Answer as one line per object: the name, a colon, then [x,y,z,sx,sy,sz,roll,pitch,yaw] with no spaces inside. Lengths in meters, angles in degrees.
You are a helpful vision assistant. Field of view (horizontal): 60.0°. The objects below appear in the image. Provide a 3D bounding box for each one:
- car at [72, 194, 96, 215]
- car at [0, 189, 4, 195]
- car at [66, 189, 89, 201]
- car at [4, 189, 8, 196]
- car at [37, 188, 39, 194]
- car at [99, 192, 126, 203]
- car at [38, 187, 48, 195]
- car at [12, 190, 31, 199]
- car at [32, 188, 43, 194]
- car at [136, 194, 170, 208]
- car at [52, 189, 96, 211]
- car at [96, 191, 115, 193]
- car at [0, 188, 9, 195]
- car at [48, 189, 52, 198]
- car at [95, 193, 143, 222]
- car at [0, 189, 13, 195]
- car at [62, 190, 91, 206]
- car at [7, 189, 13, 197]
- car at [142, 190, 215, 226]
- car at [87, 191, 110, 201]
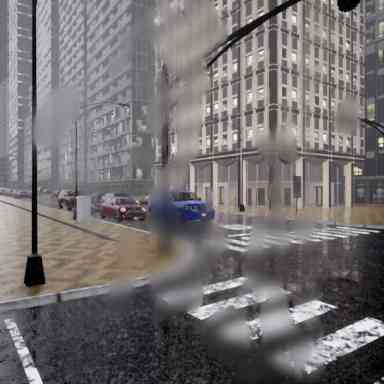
car: [-7.868,1.103,26.752,1.802,1.307,4.206,1,0,-36]
car: [-37.048,0.107,67.558,2.008,1.369,4.403,1,0,-36]
car: [-17.197,0.400,49.727,2.097,1.767,4.553,0,1,-36]
car: [-33.806,0.208,63.024,1.887,1.381,4.507,1,0,-36]
car: [-36.759,-0.357,81.568,2.192,1.841,5.009,1,0,-36]
car: [-10.914,0.707,45.421,1.752,1.417,4.829,1,0,-36]
car: [-33.521,-0.020,77.033,1.887,1.381,4.507,1,0,-36]
car: [-27.321,0.422,53.956,1.887,1.381,4.507,1,0,-36]
car: [-40.008,-0.213,86.105,1.947,1.339,4.313,1,0,-36]
car: [-4.329,0.982,36.210,1.802,1.307,4.206,1,0,-36]
car: [-11.103,0.729,31.284,2.192,1.841,5.009,1,0,-36]
car: [-6.291,0.852,28.980,2.097,1.767,4.553,0,1,-36]
car: [-43.533,-0.113,76.627,1.887,1.381,4.507,1,0,-36]
car: [-23.141,0.329,58.041,1.882,1.535,5.008,0,1,-36]
car: [-4.621,1.069,22.217,1.967,1.590,4.097,1,0,-36]
car: [-40.291,0.015,72.092,1.947,1.339,4.313,1,0,-36]
car: [-13.708,0.609,39.374,2.097,1.767,4.553,0,1,-36]
car: [-30.563,0.321,58.490,2.008,1.369,4.403,1,0,-36]
car: [-0.847,0.900,21.424,2.150,2.045,5.566,0,1,-34]
car: [-14.060,0.643,49.819,1.947,1.339,4.313,1,0,-36]
